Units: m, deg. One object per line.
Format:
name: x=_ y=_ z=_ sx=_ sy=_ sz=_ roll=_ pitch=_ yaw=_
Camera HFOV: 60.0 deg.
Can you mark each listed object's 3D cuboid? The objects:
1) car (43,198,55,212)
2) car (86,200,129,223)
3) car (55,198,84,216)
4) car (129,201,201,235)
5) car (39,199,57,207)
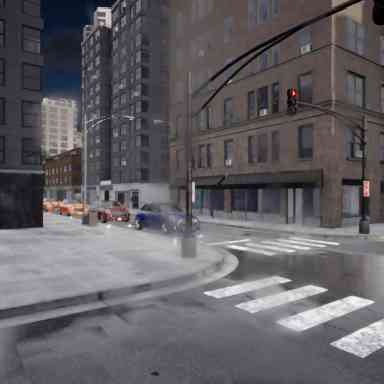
car: x=-17.924 y=1.543 z=42.487 sx=2.097 sy=1.767 sz=4.553 roll=0 pitch=0 yaw=-35
car: x=-6.713 y=1.460 z=26.741 sx=2.097 sy=1.767 sz=4.553 roll=0 pitch=0 yaw=-35
car: x=-12.313 y=1.502 z=34.610 sx=2.097 sy=1.767 sz=4.553 roll=0 pitch=0 yaw=-35
car: x=-1.513 y=1.421 z=19.459 sx=2.097 sy=1.767 sz=4.553 roll=0 pitch=0 yaw=-38
car: x=-24.835 y=1.864 z=57.164 sx=1.895 sy=1.301 sz=4.718 roll=0 pitch=0 yaw=-35
